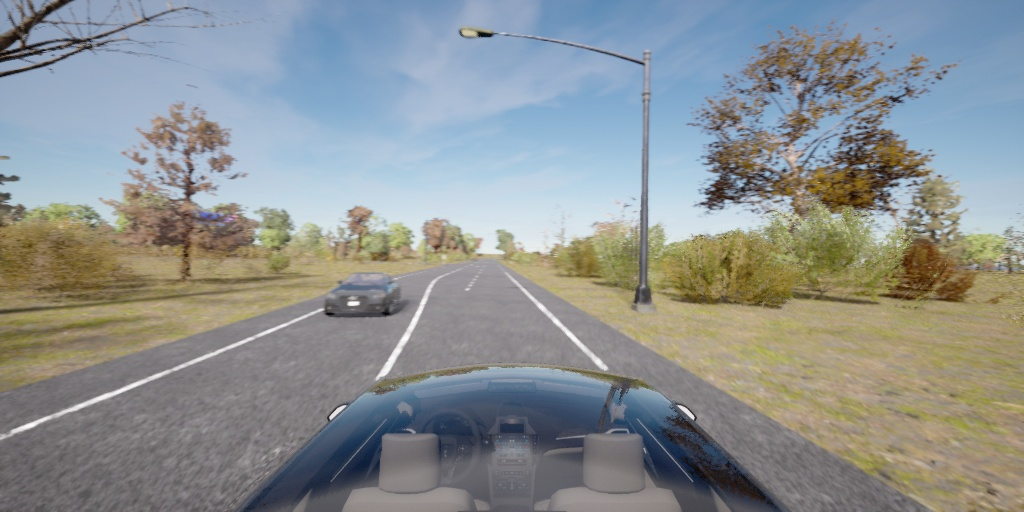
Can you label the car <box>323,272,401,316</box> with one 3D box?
[{"bbox_3d":[-5.209,1.280,12.984,1.994,1.385,4.181,1,0,-10],"label":"car"}]
